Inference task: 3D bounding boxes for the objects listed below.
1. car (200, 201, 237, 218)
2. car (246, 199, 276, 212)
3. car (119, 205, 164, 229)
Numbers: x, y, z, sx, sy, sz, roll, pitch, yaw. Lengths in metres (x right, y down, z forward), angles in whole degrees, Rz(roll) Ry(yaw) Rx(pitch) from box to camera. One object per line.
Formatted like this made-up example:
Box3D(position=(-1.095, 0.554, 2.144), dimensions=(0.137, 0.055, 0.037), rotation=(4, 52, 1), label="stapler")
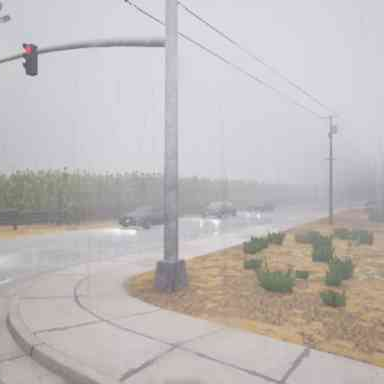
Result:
Box3D(position=(2.538, 1.542, 30.178), dimensions=(1.812, 1.442, 4.674), rotation=(0, 0, 32), label="car")
Box3D(position=(8.162, 1.563, 38.962), dimensions=(2.033, 1.411, 5.357), rotation=(0, 0, 33), label="car")
Box3D(position=(-2.817, 1.581, 21.850), dimensions=(1.994, 1.385, 4.181), rotation=(0, 0, 33), label="car")
